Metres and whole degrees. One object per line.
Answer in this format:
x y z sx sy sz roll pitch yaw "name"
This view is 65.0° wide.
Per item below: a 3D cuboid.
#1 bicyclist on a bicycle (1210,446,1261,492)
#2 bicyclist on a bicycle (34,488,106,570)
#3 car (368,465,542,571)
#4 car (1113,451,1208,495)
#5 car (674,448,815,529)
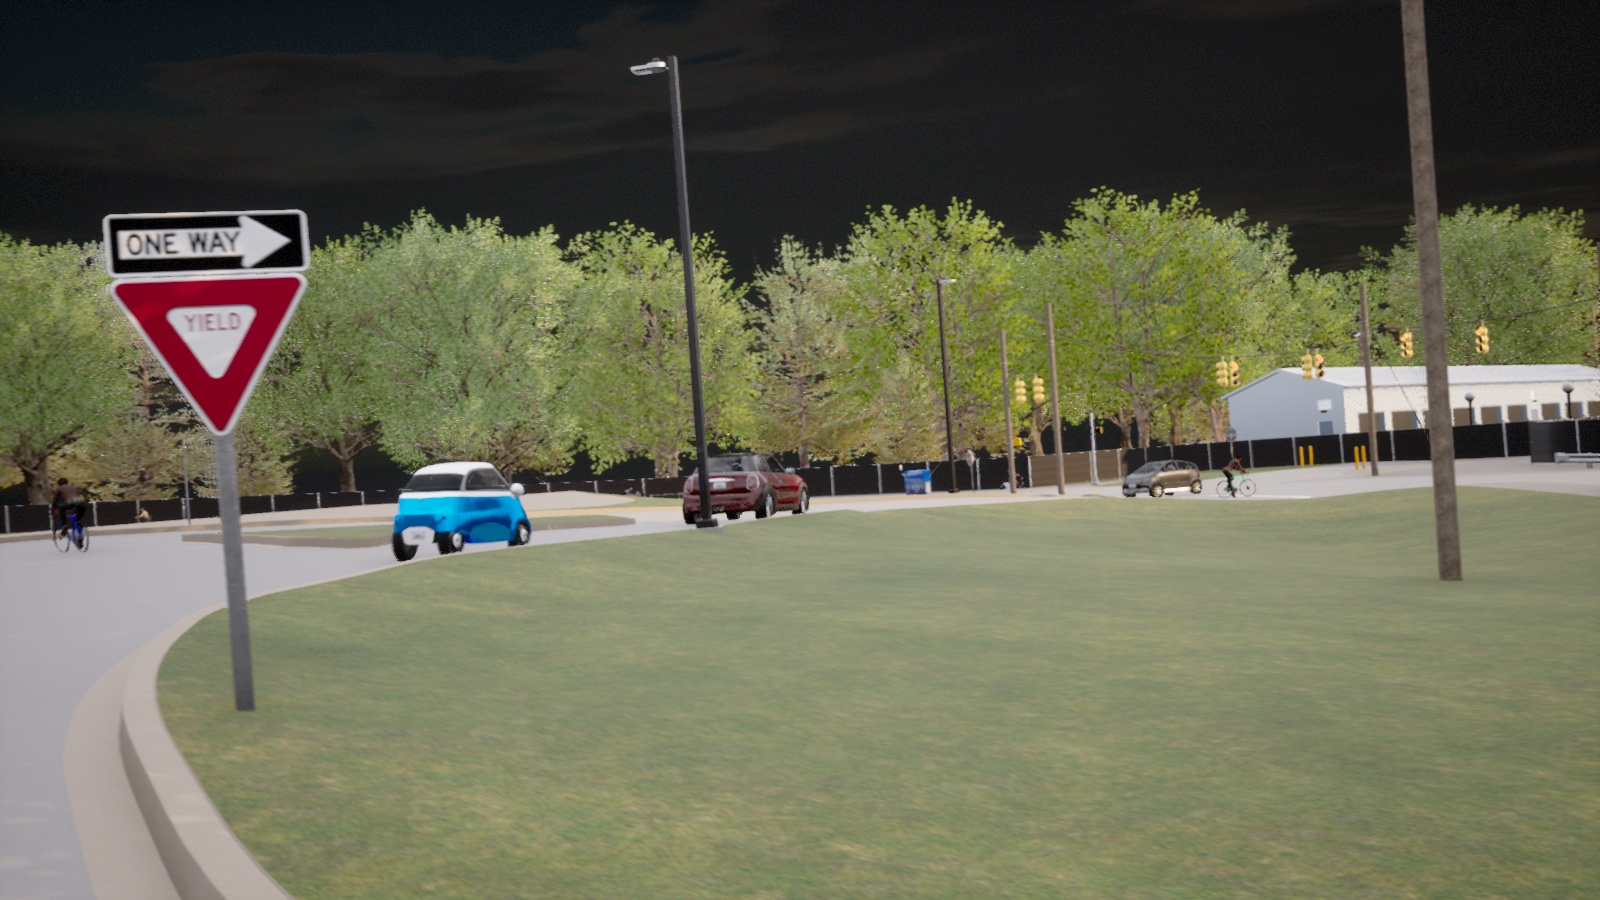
16.558 0.730 47.761 1.656 1.620 0.582 -4 1 -11 "bicyclist on a bicycle"
-15.545 1.695 26.720 1.656 1.620 0.582 -5 1 38 "bicyclist on a bicycle"
-4.984 0.958 18.349 1.481 1.376 2.207 -3 -1 15 "car"
15.439 0.986 53.745 3.705 1.549 1.789 -4 -2 -34 "car"
-1.276 0.917 31.310 2.097 1.767 4.553 -4 -2 16 "car"
